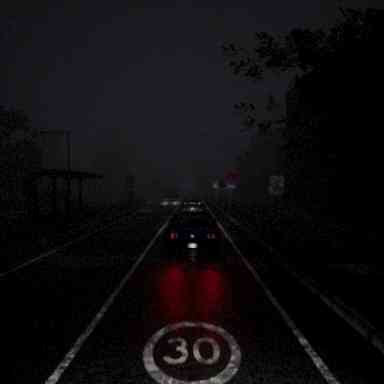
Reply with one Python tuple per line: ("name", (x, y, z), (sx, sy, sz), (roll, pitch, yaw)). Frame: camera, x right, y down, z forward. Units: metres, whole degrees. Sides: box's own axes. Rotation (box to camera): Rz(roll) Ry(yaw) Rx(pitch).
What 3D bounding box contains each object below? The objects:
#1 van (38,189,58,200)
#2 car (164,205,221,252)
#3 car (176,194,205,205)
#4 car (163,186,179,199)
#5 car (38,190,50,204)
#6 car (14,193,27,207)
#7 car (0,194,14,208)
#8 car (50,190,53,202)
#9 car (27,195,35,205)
("van", (-21.999, 0.565, 48.870), (4.442, 1.987, 1.878), (0, 1, 0))
("car", (0.042, 1.417, 12.979), (1.895, 1.301, 4.718), (0, 1, 1))
("car", (0.049, 1.058, 28.551), (2.128, 1.511, 4.902), (0, 1, 1))
("car", (-3.320, 0.141, 53.508), (2.150, 2.045, 5.566), (0, 2, 0))
("car", (-21.923, 0.865, 43.323), (5.366, 1.575, 1.946), (0, 1, 0))
("car", (-22.097, 0.946, 37.774), (4.892, 1.521, 2.231), (0, 1, 0))
("car", (-22.105, 0.984, 34.999), (5.008, 1.535, 2.097), (0, 1, 0))
("car", (-22.142, 0.859, 46.100), (4.792, 1.488, 2.163), (0, 1, 0))
("car", (-22.135, 0.936, 40.549), (4.792, 1.488, 2.163), (0, 1, 0))
